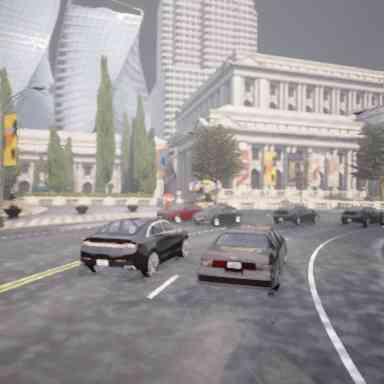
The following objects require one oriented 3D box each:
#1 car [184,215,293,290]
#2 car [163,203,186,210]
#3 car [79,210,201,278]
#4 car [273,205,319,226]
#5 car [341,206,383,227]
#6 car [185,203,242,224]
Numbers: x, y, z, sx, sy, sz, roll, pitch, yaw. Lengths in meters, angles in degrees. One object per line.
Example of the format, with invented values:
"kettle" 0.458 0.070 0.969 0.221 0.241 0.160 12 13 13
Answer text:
"car" 1.673 1.630 9.466 2.033 1.411 5.357 1 0 18
"car" -0.774 1.643 27.006 1.882 1.535 5.008 0 -1 39
"car" -1.486 1.538 10.419 2.128 1.511 4.902 0 0 17
"car" 8.212 1.779 26.026 4.892 1.490 1.837 1 -1 -45
"car" 13.470 1.849 25.976 4.892 1.490 1.837 1 -1 -39
"car" 1.947 1.703 24.806 1.837 1.490 4.892 0 -1 39
